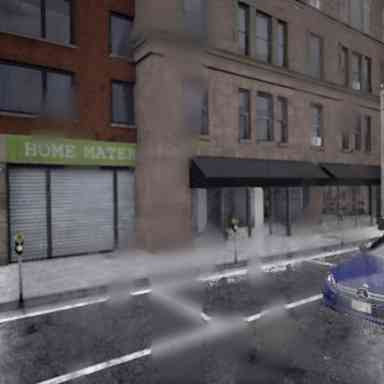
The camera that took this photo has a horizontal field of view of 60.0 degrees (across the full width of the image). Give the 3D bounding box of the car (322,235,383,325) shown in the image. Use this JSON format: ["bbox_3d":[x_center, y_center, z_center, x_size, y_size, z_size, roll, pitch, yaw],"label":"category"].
[{"bbox_3d":[4.478,1.468,6.430,4.674,1.442,1.812,-1,0,-35],"label":"car"}]
